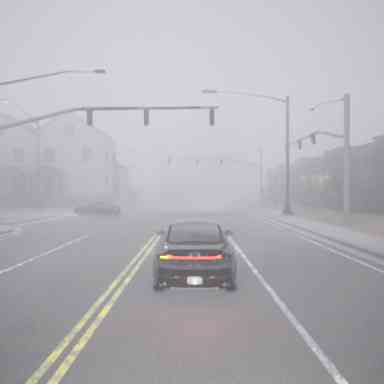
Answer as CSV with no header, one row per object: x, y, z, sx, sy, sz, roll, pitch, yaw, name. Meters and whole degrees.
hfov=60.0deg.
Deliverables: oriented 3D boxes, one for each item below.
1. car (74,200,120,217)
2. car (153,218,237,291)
-8.596,1.451,30.211,4.181,1.385,1.994,0,0,25,car
0.073,1.469,8.885,1.837,1.490,4.892,0,0,0,car
